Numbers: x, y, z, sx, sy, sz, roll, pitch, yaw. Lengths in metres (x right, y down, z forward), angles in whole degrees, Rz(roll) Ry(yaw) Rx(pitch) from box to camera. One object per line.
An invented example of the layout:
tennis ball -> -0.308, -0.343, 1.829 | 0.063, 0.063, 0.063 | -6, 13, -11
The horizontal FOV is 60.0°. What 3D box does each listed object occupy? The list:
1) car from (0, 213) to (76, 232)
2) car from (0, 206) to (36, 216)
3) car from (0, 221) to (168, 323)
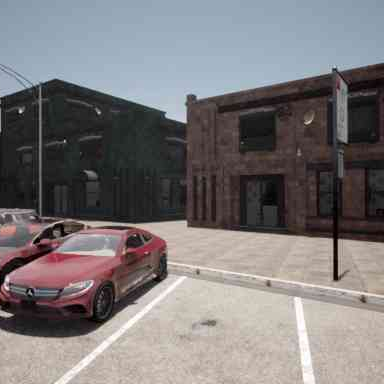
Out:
car -> -4.398, 1.518, 9.156 | 2.163, 1.488, 4.792 | 1, -1, 15
car -> -6.826, 1.366, 10.953 | 2.185, 1.767, 4.553 | 1, -1, 15
car -> -1.940, 1.527, 7.450 | 2.002, 1.452, 4.674 | 1, -1, 15
